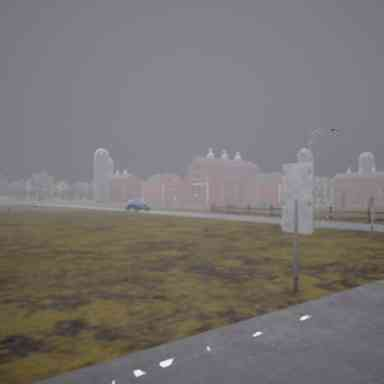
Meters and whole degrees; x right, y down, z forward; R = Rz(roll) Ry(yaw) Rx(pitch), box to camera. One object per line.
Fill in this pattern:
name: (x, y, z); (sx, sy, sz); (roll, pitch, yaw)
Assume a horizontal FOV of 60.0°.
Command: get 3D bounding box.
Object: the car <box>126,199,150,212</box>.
car: (-9.054, 2.197, 55.607); (2.150, 2.045, 5.566); (1, -2, -35)
